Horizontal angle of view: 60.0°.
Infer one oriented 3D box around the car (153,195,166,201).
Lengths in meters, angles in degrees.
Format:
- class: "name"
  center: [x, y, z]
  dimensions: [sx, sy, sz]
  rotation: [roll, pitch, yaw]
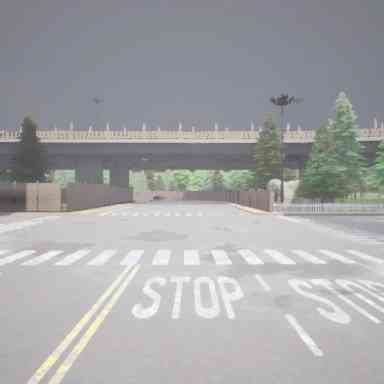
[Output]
- class: "car"
  center: [-8.391, 1.519, 86.147]
  dimensions: [2.128, 1.511, 4.902]
  rotation: [0, 0, -32]
